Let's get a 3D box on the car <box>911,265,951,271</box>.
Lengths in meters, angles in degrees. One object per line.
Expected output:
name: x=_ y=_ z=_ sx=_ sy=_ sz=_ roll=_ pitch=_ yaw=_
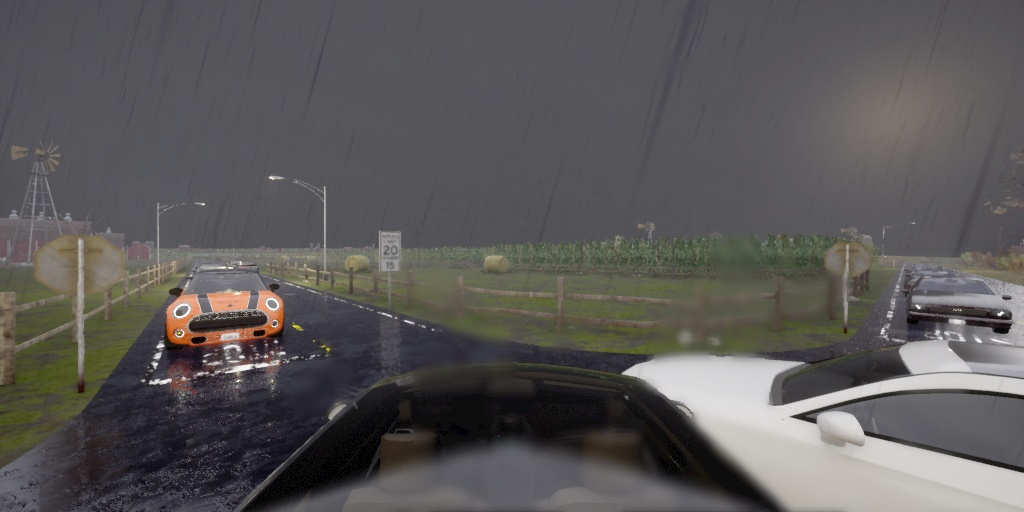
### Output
car: x=21.050 y=1.361 z=17.870 sx=4.181 sy=1.385 sz=1.994 roll=0 pitch=1 yaw=-43

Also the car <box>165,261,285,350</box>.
car: x=-7.466 y=1.137 z=9.427 sx=2.097 sy=1.767 sz=4.553 roll=0 pitch=0 yaw=-39

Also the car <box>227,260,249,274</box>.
car: x=-33.211 y=1.269 z=43.389 sx=1.837 sy=1.490 sz=4.892 roll=0 pitch=0 yaw=-41

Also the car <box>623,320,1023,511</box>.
car: x=2.861 y=1.293 z=2.215 sx=1.812 sy=1.442 sz=4.674 roll=0 pitch=1 yaw=-43

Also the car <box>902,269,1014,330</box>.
car: x=13.642 y=1.333 z=11.163 sx=5.357 sy=1.411 sz=2.033 roll=0 pitch=1 yaw=-42

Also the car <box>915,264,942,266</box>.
car: x=28.690 y=1.305 z=24.777 sx=4.902 sy=1.511 sz=2.128 roll=0 pitch=1 yaw=-42
